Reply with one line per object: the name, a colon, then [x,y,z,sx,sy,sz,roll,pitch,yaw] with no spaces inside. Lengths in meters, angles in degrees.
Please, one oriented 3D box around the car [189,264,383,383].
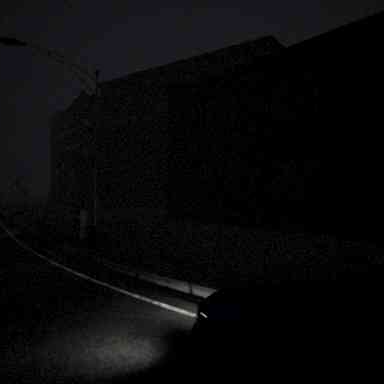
car: [2.137,1.531,3.504,4.674,1.442,1.812,0,0,37]
